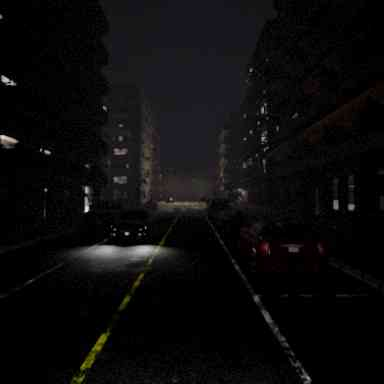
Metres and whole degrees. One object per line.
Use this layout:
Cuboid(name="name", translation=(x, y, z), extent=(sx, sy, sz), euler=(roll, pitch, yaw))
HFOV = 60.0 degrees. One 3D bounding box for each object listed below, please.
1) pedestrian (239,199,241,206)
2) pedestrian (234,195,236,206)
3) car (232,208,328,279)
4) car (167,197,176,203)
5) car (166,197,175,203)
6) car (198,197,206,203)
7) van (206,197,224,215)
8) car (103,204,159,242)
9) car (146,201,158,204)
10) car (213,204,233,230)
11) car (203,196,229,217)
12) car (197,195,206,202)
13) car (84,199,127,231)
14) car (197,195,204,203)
Cuboid(name="pedestrian", translation=(8.004, 1.718, 55.266), extent=(0.500, 1.100, 0.500), euler=(1, -2, 0))
Cuboid(name="pedestrian", translation=(7.004, 1.413, 54.675), extent=(0.375, 1.860, 0.375), euler=(1, -2, 0))
Cuboid(name="car", translation=(2.549, 1.486, 10.277), extent=(1.967, 1.590, 4.097), euler=(1, 0, 0))
Cuboid(name="car", translation=(-5.310, 2.097, 87.158), extent=(1.947, 1.339, 4.313), euler=(1, 0, 0))
Cuboid(name="car", translation=(-5.310, 2.058, 81.597), extent=(1.947, 1.339, 4.313), euler=(1, 0, 0))
Cuboid(name="car", translation=(2.570, 2.058, 87.373), extent=(1.752, 1.417, 4.829), euler=(1, 0, 0))
Cuboid(name="van", translation=(2.547, 1.541, 37.934), extent=(1.690, 1.788, 3.998), euler=(1, 0, 0))
Cuboid(name="car", translation=(-2.850, 1.583, 16.984), extent=(1.837, 1.490, 4.892), euler=(0, 0, 0))
Cuboid(name="car", translation=(-5.306, 1.819, 43.518), extent=(1.802, 1.307, 4.206), euler=(1, 0, 0))
Cuboid(name="car", translation=(2.545, 1.684, 21.339), extent=(1.802, 1.307, 4.206), euler=(1, 0, 0))
Cuboid(name="car", translation=(2.548, 1.480, 32.403), extent=(2.192, 1.841, 5.009), euler=(1, 0, 0))
Cuboid(name="car", translation=(2.572, 1.888, 92.770), extent=(2.192, 1.841, 5.009), euler=(1, -1, 0))
Cuboid(name="car", translation=(-5.296, 1.417, 21.394), extent=(2.192, 1.841, 5.009), euler=(1, 0, 0))
Cuboid(name="car", translation=(2.575, 1.808, 81.645), extent=(2.192, 1.841, 5.009), euler=(1, 0, 0))
